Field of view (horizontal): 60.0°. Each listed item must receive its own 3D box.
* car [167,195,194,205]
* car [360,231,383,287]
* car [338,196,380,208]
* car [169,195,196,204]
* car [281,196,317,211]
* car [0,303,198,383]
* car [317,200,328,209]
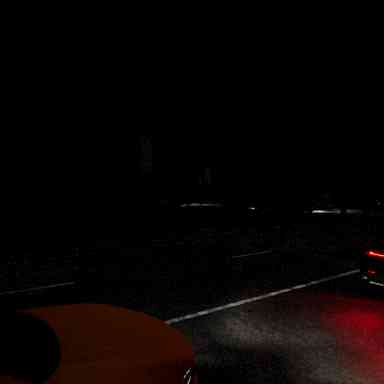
[{"bbox_3d":[-2.055,1.295,52.869,1.837,1.490,4.892,-1,2,-39],"label":"car"},{"bbox_3d":[5.930,1.468,7.976,4.892,1.490,1.837,0,0,-35],"label":"car"},{"bbox_3d":[20.716,1.184,41.429,2.128,1.511,4.902,-1,0,-38],"label":"car"},{"bbox_3d":[-1.661,1.260,57.989,2.128,1.511,4.902,-1,0,-38],"label":"car"},{"bbox_3d":[11.019,1.350,36.564,1.994,1.385,4.181,-1,0,-39],"label":"car"},{"bbox_3d":[-2.225,1.478,2.141,5.008,1.535,1.882,0,0,-36],"label":"car"},{"bbox_3d":[13.429,1.234,39.150,1.882,1.535,5.008,-1,0,-39],"label":"car"}]
